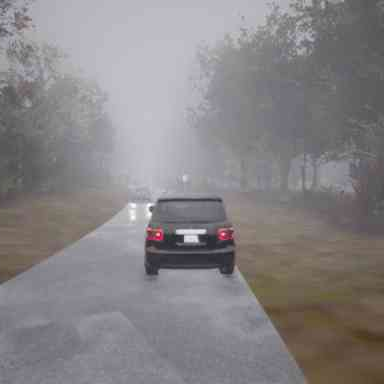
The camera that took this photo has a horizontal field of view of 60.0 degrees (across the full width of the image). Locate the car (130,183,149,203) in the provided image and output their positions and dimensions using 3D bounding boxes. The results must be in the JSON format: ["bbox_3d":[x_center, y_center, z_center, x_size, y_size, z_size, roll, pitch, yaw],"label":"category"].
[{"bbox_3d":[-4.856,0.195,32.278,1.837,1.490,4.892,1,4,-7],"label":"car"}]

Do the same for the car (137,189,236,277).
[{"bbox_3d":[-0.118,1.005,9.761,2.150,2.045,5.566,0,2,-2],"label":"car"}]

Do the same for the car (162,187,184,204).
[{"bbox_3d":[-1.932,0.319,32.713,1.895,1.301,4.718,0,4,-7],"label":"car"}]

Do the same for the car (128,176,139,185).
[{"bbox_3d":[-12.874,-2.466,71.929,2.150,2.045,5.566,1,3,-16],"label":"car"}]
